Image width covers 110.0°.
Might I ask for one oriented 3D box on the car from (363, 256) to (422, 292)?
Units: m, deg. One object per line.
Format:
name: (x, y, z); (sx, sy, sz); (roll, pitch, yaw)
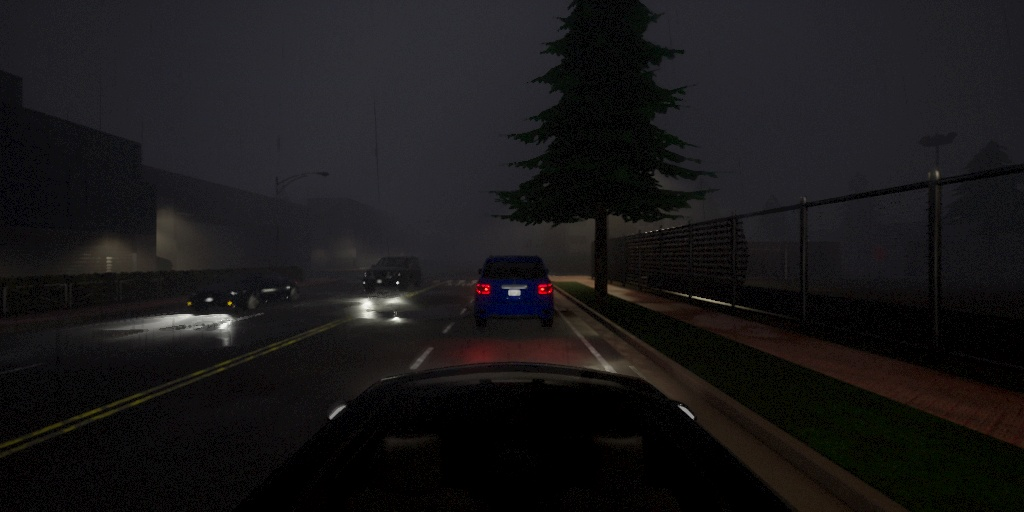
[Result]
car: (-7.115, 1.033, 22.027); (2.150, 2.045, 5.566); (0, 0, 0)

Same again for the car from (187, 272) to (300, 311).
car: (-10.630, 1.353, 14.577); (1.994, 1.385, 4.181); (0, 0, 0)

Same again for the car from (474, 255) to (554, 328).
car: (0.056, 1.002, 11.600); (2.150, 2.045, 5.566); (0, 0, 0)
